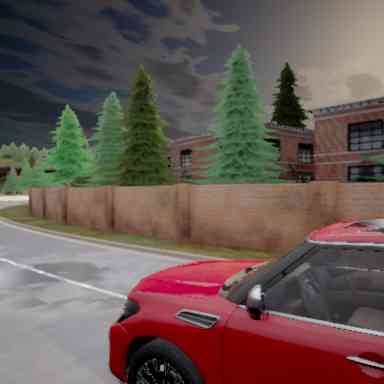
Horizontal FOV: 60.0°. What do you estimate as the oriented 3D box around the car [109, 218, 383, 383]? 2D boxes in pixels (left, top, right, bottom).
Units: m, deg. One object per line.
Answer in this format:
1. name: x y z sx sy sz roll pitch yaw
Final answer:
1. car: 1.768 1.220 2.745 5.566 2.045 2.150 0 0 36
